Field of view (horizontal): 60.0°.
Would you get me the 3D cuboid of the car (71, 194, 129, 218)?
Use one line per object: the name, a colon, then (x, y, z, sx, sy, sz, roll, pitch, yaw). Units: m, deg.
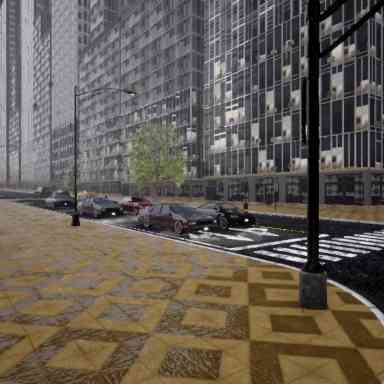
car: (-7.188, 1.107, 25.614, 2.033, 1.411, 5.357, 0, 1, -38)

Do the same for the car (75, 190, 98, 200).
car: (-17.462, 0.485, 54.930, 1.882, 1.535, 5.008, 0, 1, -38)

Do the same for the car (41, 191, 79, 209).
car: (-13.397, 0.939, 33.562, 1.994, 1.385, 4.181, 0, 1, -38)

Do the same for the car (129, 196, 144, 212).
car: (-4.610, 1.083, 27.592, 1.812, 1.442, 4.674, 0, 1, -38)

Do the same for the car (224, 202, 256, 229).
car: (1.721, 1.309, 19.523, 1.994, 1.385, 4.181, 0, 1, -38)

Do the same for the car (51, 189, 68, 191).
car: (-25.349, 0.272, 65.040, 1.837, 1.490, 4.892, 0, 1, -38)

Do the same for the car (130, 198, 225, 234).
car: (-0.970, 1.292, 17.687, 2.033, 1.411, 5.357, 0, 1, -38)

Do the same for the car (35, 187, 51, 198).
car: (-28.475, -0.025, 63.764, 2.150, 2.045, 5.566, 0, 1, -38)

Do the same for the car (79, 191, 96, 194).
car: (-11.025, 0.913, 35.804, 2.033, 1.411, 5.357, 0, 1, -38)
